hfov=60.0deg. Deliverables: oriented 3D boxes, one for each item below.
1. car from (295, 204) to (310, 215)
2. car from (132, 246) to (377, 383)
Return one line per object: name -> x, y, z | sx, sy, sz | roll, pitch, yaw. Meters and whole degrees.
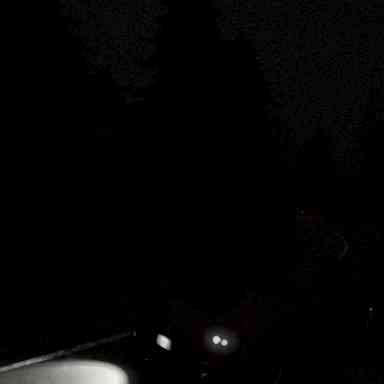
car -> 11.782, 2.016, 39.208 | 1.895, 1.301, 4.718 | 0, 0, -14
car -> 1.187, 1.617, 5.244 | 4.181, 1.385, 1.994 | 1, -1, -40
